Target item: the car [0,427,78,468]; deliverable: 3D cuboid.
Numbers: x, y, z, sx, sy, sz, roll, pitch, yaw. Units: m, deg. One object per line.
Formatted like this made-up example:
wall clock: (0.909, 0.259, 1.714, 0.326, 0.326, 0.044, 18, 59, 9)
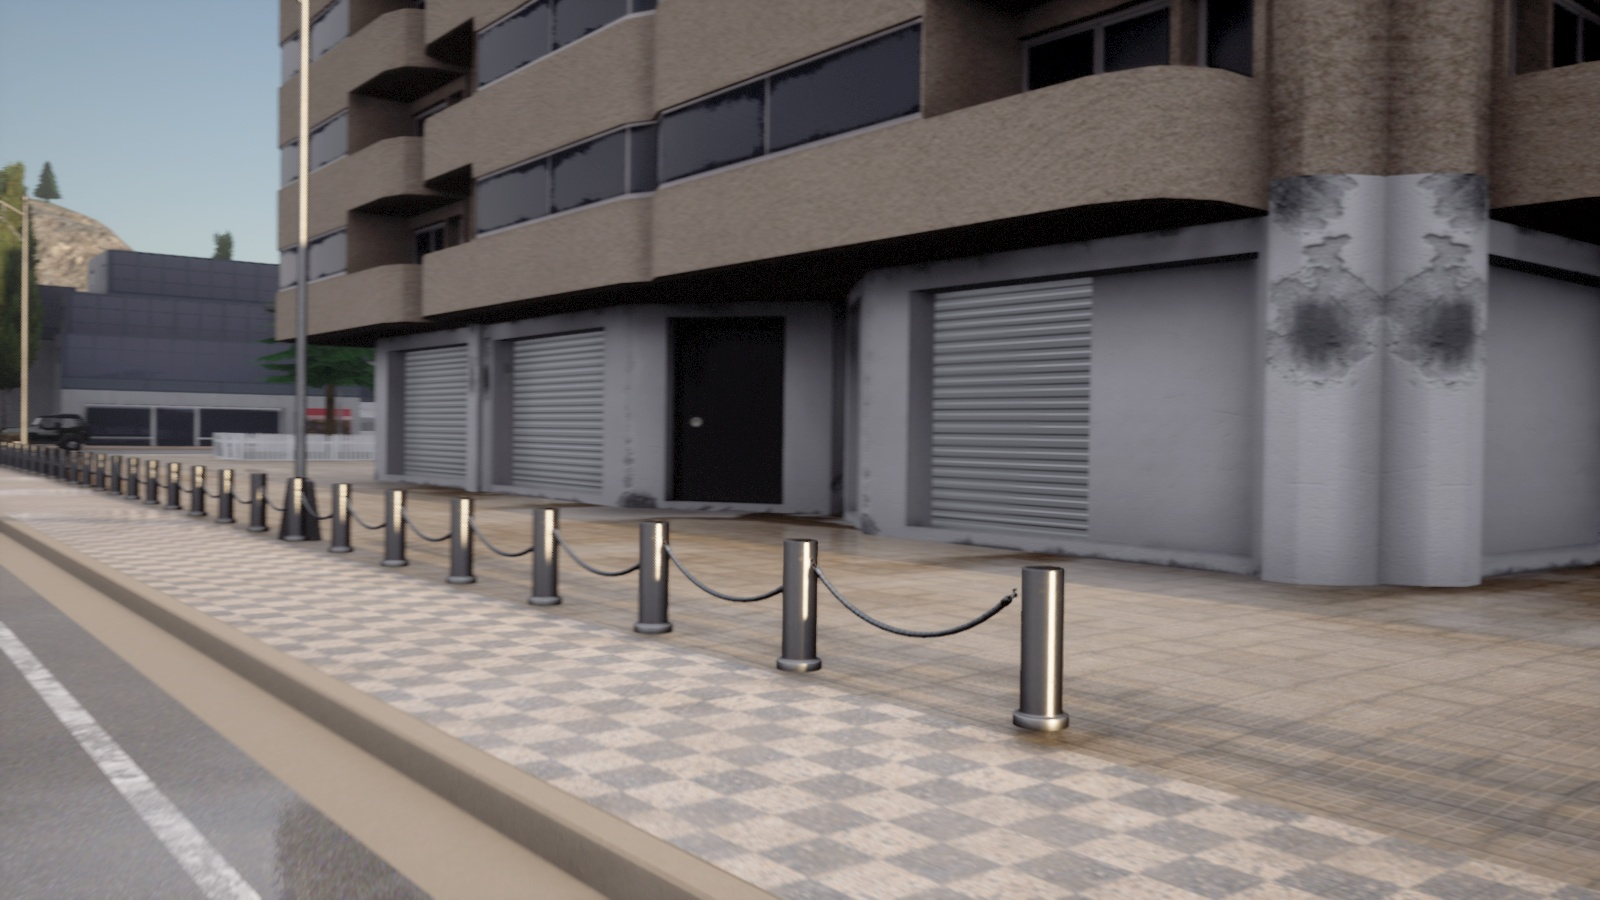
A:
car: (-36.338, -0.131, 59.027, 3.866, 1.878, 1.905, -1, 1, -39)
